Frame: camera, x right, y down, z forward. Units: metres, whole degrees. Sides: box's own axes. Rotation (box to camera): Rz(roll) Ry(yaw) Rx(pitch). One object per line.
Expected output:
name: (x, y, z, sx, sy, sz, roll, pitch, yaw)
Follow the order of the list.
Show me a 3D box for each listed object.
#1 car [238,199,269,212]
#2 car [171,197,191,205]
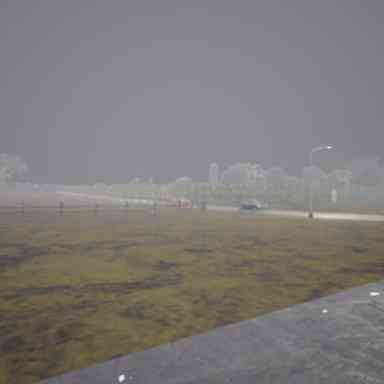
car: (8.555, 1.831, 46.492, 2.097, 1.767, 4.553, -1, 1, -35)
car: (-2.066, 1.719, 61.704, 2.097, 1.767, 4.553, -1, 1, -35)
